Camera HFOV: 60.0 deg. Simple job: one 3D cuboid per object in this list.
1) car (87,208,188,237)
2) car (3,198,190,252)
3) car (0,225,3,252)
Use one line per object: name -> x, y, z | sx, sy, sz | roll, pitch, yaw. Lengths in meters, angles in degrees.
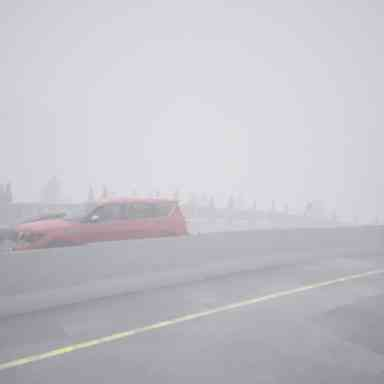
car -> -2.999, 1.636, 19.048 | 5.357, 1.411, 2.033 | 2, -1, -35
car -> -2.685, 1.223, 10.675 | 5.566, 2.045, 2.150 | 0, 0, -35
car -> -5.622, 1.499, 12.879 | 4.892, 1.490, 1.837 | 0, 0, -35
